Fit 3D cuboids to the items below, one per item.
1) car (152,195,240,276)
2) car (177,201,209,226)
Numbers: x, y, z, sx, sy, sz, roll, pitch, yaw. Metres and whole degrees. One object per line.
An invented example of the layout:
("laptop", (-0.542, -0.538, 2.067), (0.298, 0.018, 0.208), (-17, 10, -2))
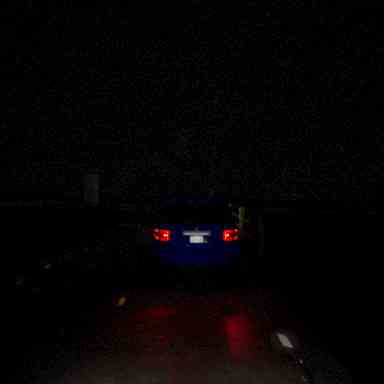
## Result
("car", (0.083, 1.103, 10.042), (2.150, 2.045, 5.566), (0, 1, 0))
("car", (0.025, 1.340, 22.386), (1.895, 1.301, 4.718), (0, 1, -1))
